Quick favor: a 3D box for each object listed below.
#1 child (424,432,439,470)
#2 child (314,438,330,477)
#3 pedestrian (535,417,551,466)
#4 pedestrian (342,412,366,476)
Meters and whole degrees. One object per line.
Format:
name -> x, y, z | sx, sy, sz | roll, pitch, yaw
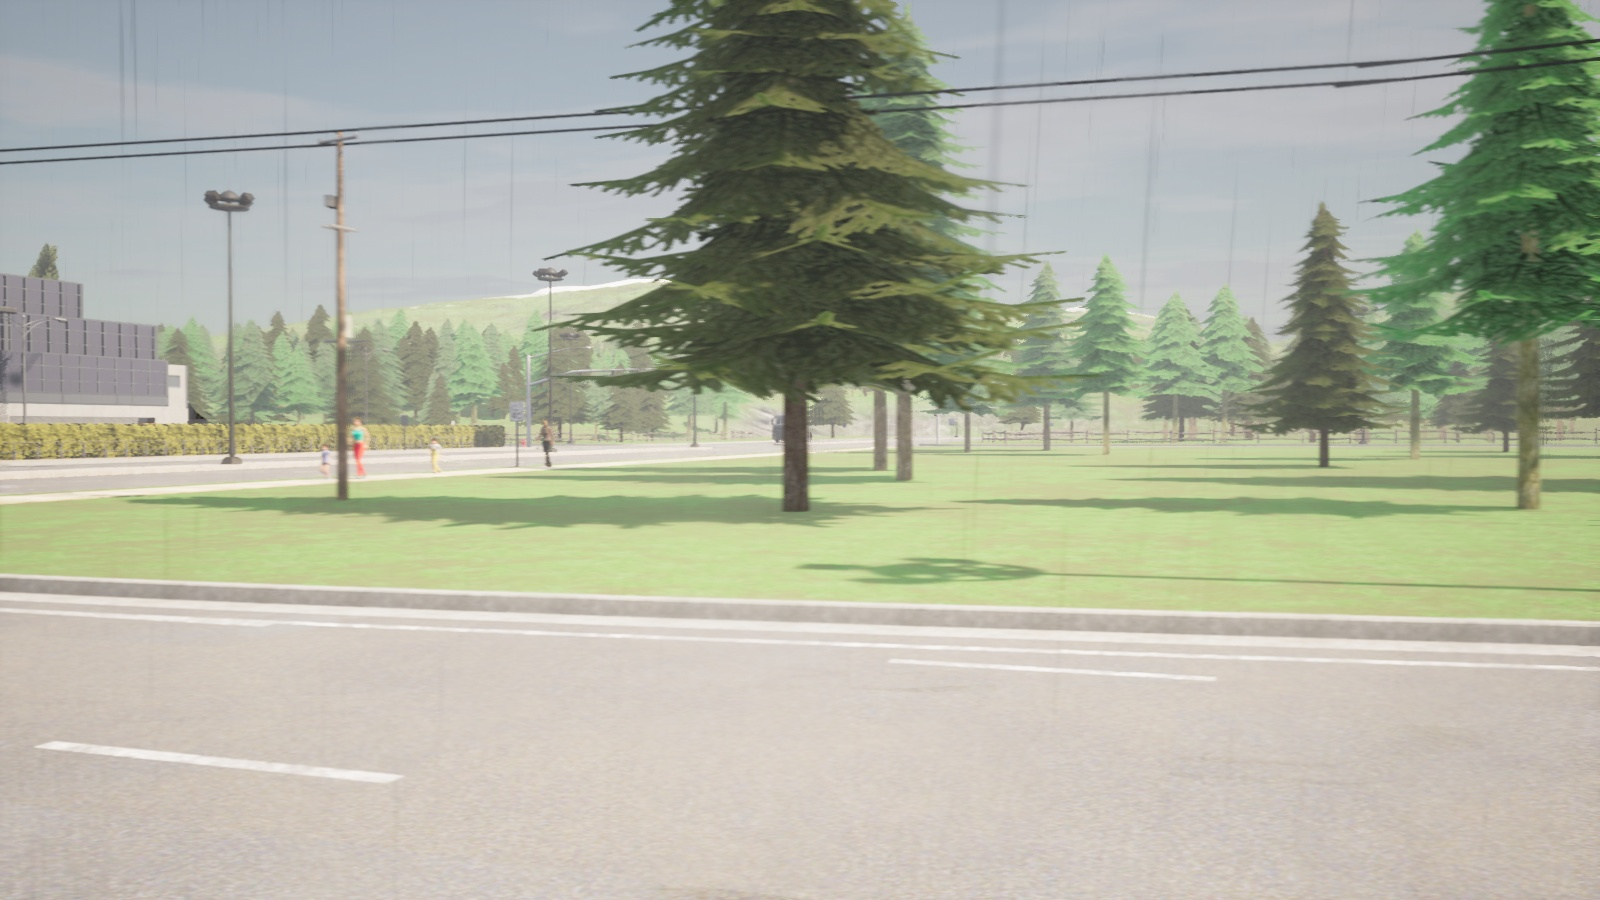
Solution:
child -> -12.147, 0.032, 41.433 | 0.270, 1.263, 0.437 | 1, 1, 19
child -> -13.826, 0.207, 36.331 | 0.255, 1.110, 0.394 | 1, 1, 20
pedestrian -> -9.773, -0.340, 47.747 | 0.331, 1.846, 0.634 | 1, 1, 19
pedestrian -> -12.927, -0.170, 36.400 | 0.345, 1.836, 0.594 | 1, 1, 18
